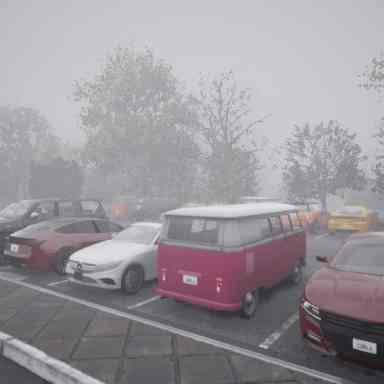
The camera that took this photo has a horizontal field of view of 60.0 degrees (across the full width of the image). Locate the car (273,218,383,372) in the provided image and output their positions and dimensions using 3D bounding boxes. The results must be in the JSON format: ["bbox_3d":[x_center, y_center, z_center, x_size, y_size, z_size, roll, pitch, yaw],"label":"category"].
[{"bbox_3d":[3.423,1.486,5.823,2.097,1.535,5.008,0,0,36],"label":"car"}]

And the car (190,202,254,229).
[{"bbox_3d":[2.187,1.501,22.792,2.231,1.521,4.892,0,0,36],"label":"car"}]

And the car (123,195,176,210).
[{"bbox_3d":[-2.292,1.264,26.047,2.435,2.045,5.566,-1,0,36],"label":"car"}]

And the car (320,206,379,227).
[{"bbox_3d":[8.840,1.489,18.021,2.097,1.535,5.008,0,0,36],"label":"car"}]

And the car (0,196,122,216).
[{"bbox_3d":[-5.620,1.249,12.268,2.435,2.045,5.566,0,0,36],"label":"car"}]

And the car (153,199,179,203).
[{"bbox_3d":[-0.165,1.503,24.259,1.946,1.575,5.366,0,0,36],"label":"car"}]

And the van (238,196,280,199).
[{"bbox_3d":[4.510,1.270,21.277,1.878,1.987,4.442,0,0,36],"label":"van"}]

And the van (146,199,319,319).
[{"bbox_3d":[1.232,1.264,7.532,1.878,1.987,4.442,0,0,36],"label":"van"}]

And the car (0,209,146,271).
[{"bbox_3d":[-3.330,1.526,10.696,2.163,1.488,4.792,0,0,36],"label":"car"}]

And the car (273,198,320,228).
[{"bbox_3d":[6.674,1.367,19.542,2.185,1.767,4.553,0,0,36],"label":"car"}]

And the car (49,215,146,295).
[{"bbox_3d":[-1.090,1.533,9.057,2.002,1.452,4.674,0,0,36],"label":"car"}]
